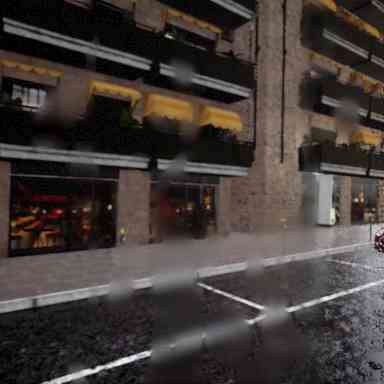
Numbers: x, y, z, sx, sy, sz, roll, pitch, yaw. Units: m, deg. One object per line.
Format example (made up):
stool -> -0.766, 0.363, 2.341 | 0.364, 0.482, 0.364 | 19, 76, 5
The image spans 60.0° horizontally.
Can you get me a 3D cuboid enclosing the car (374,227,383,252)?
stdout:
car -> 8.804, 1.548, 12.815 | 4.097, 1.590, 1.967 | 1, 1, -35
